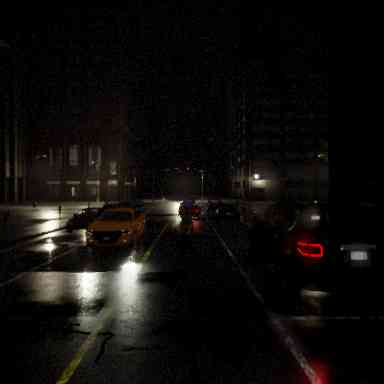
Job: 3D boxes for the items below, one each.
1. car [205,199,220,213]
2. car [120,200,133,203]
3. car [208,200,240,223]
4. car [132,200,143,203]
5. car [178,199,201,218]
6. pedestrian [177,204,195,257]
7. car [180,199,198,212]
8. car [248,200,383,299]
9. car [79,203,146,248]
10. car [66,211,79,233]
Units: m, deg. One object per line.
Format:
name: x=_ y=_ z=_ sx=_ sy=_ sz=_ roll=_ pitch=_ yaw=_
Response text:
car: x=2.439 y=1.426 z=36.486 sx=1.967 sy=1.590 sz=4.097 roll=0 pitch=0 yaw=-1
car: x=-5.986 y=1.553 z=25.136 sx=1.947 sy=1.339 sz=4.313 roll=0 pitch=0 yaw=-1
car: x=2.539 y=1.553 z=25.214 sx=1.947 sy=1.339 sz=4.313 roll=0 pitch=0 yaw=-1
car: x=-6.036 y=1.552 z=30.772 sx=1.947 sy=1.339 sz=4.313 roll=0 pitch=0 yaw=-1
car: x=-0.205 y=1.587 z=29.627 sx=1.895 sy=1.301 sz=4.718 roll=0 pitch=0 yaw=0
pedestrian: x=-0.220 y=1.288 z=11.228 sx=0.375 sy=1.860 sz=0.375 roll=0 pitch=0 yaw=-11
car: x=-0.347 y=1.550 z=39.597 sx=1.994 sy=1.385 sz=4.181 roll=0 pitch=0 yaw=-1
car: x=2.927 y=1.219 z=8.556 sx=2.150 sy=2.045 sz=5.566 roll=0 pitch=0 yaw=-1
car: x=-3.230 y=1.468 z=14.953 sx=1.882 sy=1.535 sz=5.008 roll=0 pitch=0 yaw=0
car: x=-5.936 y=1.570 z=19.500 sx=1.802 sy=1.307 sz=4.206 roll=0 pitch=0 yaw=-1
